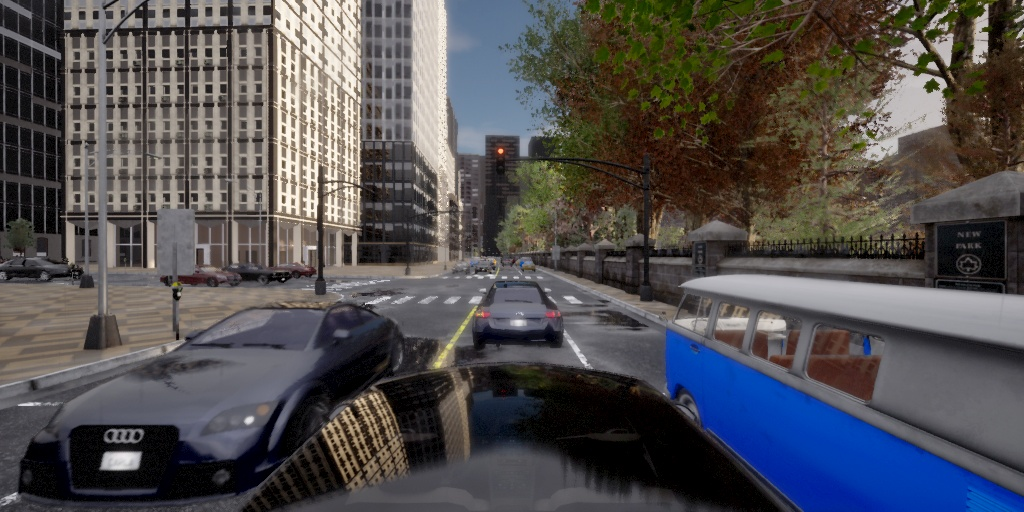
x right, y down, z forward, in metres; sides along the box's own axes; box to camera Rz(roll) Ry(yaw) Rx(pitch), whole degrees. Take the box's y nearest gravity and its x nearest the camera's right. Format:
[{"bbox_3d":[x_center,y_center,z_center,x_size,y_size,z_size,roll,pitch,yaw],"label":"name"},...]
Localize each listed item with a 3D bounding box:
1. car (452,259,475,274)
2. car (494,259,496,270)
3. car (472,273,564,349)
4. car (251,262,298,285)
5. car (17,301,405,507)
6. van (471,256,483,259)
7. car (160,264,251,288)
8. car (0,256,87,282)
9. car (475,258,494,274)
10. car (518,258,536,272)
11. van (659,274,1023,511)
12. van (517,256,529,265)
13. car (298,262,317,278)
[{"bbox_3d":[-5.645,1.288,40.287,2.007,1.370,4.403,0,0,-1],"label":"car"},{"bbox_3d":[-3.417,1.296,50.841,1.994,1.385,4.181,0,0,-2],"label":"car"},{"bbox_3d":[0.098,1.313,9.202,1.994,1.385,4.181,0,0,-1],"label":"car"},{"bbox_3d":[-17.027,1.174,23.422,4.718,1.301,1.895,1,0,4],"label":"car"},{"bbox_3d":[-2.857,1.314,4.614,1.994,1.385,4.181,0,0,0],"label":"car"},{"bbox_3d":[-6.332,1.064,62.462,1.690,1.789,3.998,0,0,-2],"label":"van"},{"bbox_3d":[-18.158,1.149,20.967,4.207,1.307,1.802,0,0,4],"label":"car"},{"bbox_3d":[-31.898,0.910,24.345,4.892,1.490,1.837,0,0,3],"label":"car"},{"bbox_3d":[-3.230,1.242,40.862,1.837,1.490,4.892,0,0,-3],"label":"car"},{"bbox_3d":[2.114,1.260,46.341,1.751,1.417,4.829,0,0,-1],"label":"car"},{"bbox_3d":[2.568,1.091,2.622,1.690,1.789,3.998,0,0,0],"label":"van"},{"bbox_3d":[1.990,1.072,51.714,1.690,1.789,3.998,0,0,-1],"label":"van"},{"bbox_3d":[-18.095,1.127,29.080,4.207,1.307,1.802,0,0,4],"label":"car"}]
